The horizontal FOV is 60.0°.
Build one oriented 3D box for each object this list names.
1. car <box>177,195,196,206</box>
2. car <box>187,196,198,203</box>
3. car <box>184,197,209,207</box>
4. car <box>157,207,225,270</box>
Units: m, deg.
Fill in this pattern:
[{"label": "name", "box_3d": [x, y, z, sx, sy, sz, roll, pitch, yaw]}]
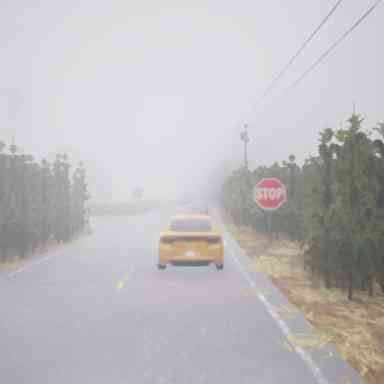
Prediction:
[{"label": "car", "box_3d": [-1.064, 1.313, 53.300, 2.097, 1.767, 4.553, 0, 0, 5]}, {"label": "car", "box_3d": [0.212, 1.501, 68.692, 1.994, 1.385, 4.181, 0, 0, 5]}, {"label": "car", "box_3d": [0.611, 1.502, 30.782, 1.812, 1.442, 4.674, 0, 0, 4]}, {"label": "car", "box_3d": [-0.027, 1.470, 11.095, 1.882, 1.535, 5.008, 0, 0, 0]}]
